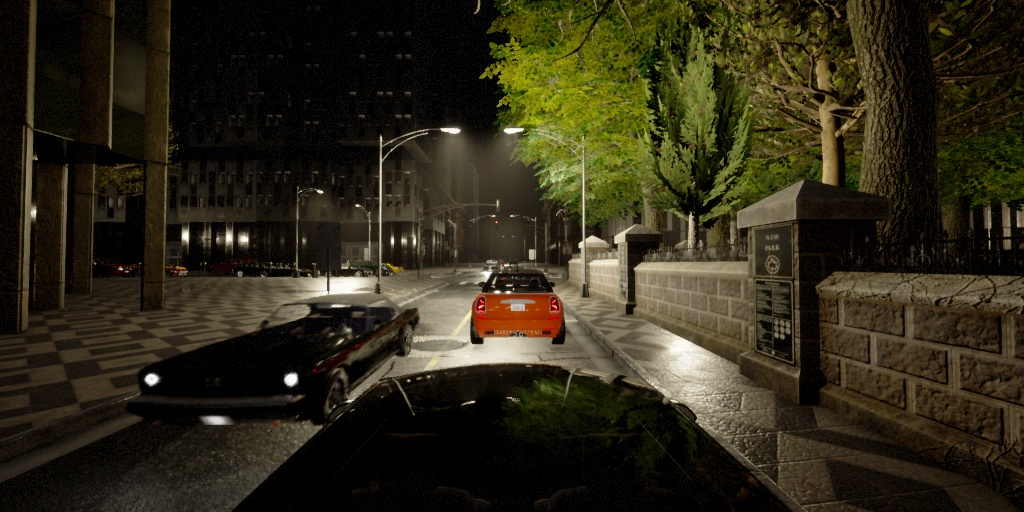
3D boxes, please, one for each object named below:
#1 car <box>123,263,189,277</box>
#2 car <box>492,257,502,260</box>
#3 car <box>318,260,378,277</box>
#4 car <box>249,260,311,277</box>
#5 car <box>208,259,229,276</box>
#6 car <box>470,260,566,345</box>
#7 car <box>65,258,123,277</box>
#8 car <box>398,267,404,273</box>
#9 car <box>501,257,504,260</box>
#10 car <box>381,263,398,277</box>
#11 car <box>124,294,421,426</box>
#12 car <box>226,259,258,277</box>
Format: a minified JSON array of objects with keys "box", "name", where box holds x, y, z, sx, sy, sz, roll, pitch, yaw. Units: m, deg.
[{"box":[-31.045,1.321,31.649,4.207,1.307,1.802,0,0,1],"name":"car"},{"box":[-2.874,1.326,50.770,2.128,1.511,4.902,0,0,0],"name":"car"},{"box":[-14.507,1.268,31.483,4.403,1.370,2.007,0,0,1],"name":"car"},{"box":[-20.020,1.290,31.538,4.313,1.339,1.948,0,0,1],"name":"car"},{"box":[-30.967,1.237,40.172,5.009,1.841,2.192,0,0,1],"name":"car"},{"box":[0.129,1.107,9.707,2.097,1.767,4.553,0,0,0],"name":"car"},{"box":[-36.558,1.062,31.704,5.009,1.841,2.192,0,0,1],"name":"car"},{"box":[-14.600,1.426,40.008,4.829,1.417,1.751,0,0,1],"name":"car"},{"box":[-2.811,1.371,61.145,1.837,1.490,4.892,0,0,1],"name":"car"},{"box":[-13.738,1.126,34.156,4.553,1.767,2.097,0,-1,0],"name":"car"},{"box":[-2.985,1.353,5.830,1.895,1.301,4.718,0,0,0],"name":"car"},{"box":[-23.883,1.292,34.256,4.892,1.490,1.837,0,-1,0],"name":"car"}]
